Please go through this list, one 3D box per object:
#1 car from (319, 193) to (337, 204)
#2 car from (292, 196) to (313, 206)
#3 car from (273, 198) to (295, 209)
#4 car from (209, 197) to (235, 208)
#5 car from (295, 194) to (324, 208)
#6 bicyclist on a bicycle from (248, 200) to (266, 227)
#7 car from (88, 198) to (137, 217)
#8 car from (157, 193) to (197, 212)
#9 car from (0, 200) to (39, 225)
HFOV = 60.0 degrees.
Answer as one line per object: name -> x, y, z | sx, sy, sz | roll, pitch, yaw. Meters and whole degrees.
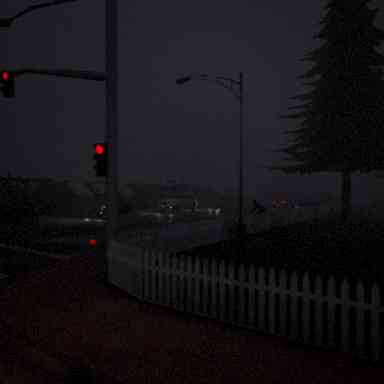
car -> 21.218, 1.198, 52.346 | 2.150, 2.045, 5.566 | 0, 0, 34
car -> 17.785, 1.448, 53.530 | 1.882, 1.535, 5.008 | 0, 0, 34
car -> 12.680, 1.496, 46.014 | 1.812, 1.442, 4.674 | 0, 0, 33
car -> 4.170, 1.449, 46.154 | 2.128, 1.511, 4.902 | 0, 0, 34
car -> 15.638, 1.455, 44.085 | 1.882, 1.535, 5.008 | 0, 0, 34
bicyclist on a bicycle -> 3.864, 1.287, 19.895 | 1.656, 1.620, 0.582 | 0, 0, 34
car -> -7.018, 1.310, 29.660 | 2.097, 1.767, 4.553 | 0, 0, 34
car -> -1.544, 1.179, 37.749 | 2.150, 2.045, 5.566 | 0, 0, 34
car -> -12.498, 1.310, 21.555 | 2.097, 1.767, 4.553 | 0, 0, 34
